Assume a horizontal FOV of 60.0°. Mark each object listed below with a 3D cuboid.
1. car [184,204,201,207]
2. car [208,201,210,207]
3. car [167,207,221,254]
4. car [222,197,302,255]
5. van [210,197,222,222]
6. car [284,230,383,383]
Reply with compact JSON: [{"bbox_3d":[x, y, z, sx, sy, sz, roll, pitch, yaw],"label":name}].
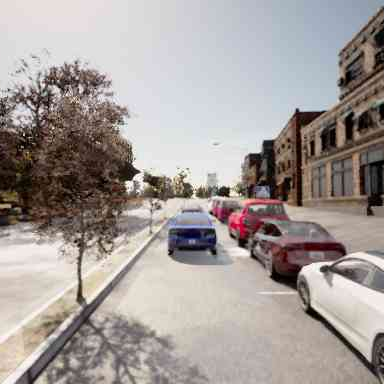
[{"bbox_3d":[0.020,1.768,28.527,2.128,1.511,4.902,0,0,0],"label":"car"},{"bbox_3d":[3.053,1.579,38.214,2.435,2.045,5.566,0,0,0],"label":"car"},{"bbox_3d":[0.026,1.625,14.272,1.882,1.535,5.008,0,0,0],"label":"car"},{"bbox_3d":[3.052,1.393,16.029,2.435,2.045,5.566,0,-1,0],"label":"car"},{"bbox_3d":[3.054,1.563,32.756,1.878,1.987,4.442,0,0,0],"label":"van"},{"bbox_3d":[3.052,1.574,4.903,2.002,1.452,4.674,0,-1,0],"label":"car"}]
